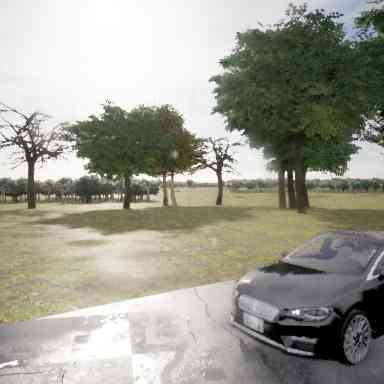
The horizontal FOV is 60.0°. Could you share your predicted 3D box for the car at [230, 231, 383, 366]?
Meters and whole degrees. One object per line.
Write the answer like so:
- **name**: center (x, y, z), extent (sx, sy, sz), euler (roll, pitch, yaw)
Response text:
- **car**: center (2.861, 1.489, 5.841), extent (4.902, 1.511, 2.128), euler (0, 0, -34)
